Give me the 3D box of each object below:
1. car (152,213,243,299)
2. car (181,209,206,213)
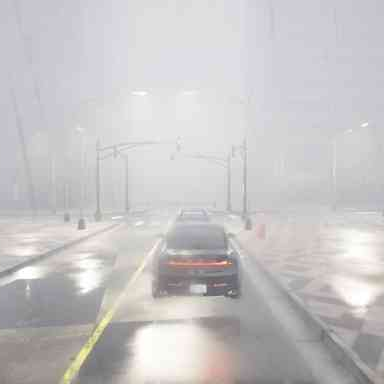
[{"bbox_3d":[0.101,1.502,8.437,1.837,1.490,4.892,0,0,0],"label":"car"},{"bbox_3d":[0.062,1.557,17.340,1.994,1.385,4.181,0,0,1],"label":"car"}]
